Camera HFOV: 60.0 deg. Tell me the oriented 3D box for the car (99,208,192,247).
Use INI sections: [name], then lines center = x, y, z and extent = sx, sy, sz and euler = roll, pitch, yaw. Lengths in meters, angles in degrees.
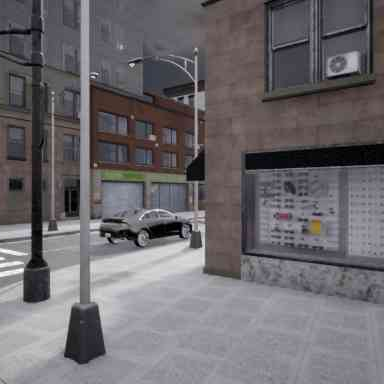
[car]
center = -1.869, 1.459, 14.943
extent = 2.128, 1.511, 4.902
euler = 0, 0, 35
